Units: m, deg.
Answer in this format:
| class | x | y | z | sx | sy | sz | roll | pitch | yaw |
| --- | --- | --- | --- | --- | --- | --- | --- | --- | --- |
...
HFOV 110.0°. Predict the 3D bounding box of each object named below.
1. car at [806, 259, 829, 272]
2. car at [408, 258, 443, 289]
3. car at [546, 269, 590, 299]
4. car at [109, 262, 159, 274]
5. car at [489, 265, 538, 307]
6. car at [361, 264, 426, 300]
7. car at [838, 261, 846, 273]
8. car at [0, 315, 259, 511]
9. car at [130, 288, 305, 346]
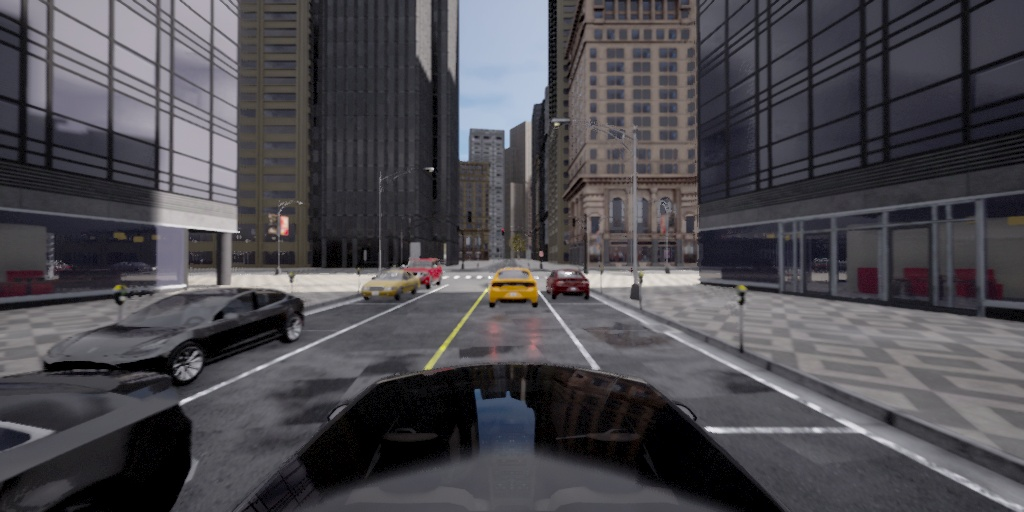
| class | x | y | z | sx | sy | sz | roll | pitch | yaw |
| --- | --- | --- | --- | --- | --- | --- | --- | --- | --- |
| car | 39.359 | 1.283 | 43.850 | 4.718 | 1.301 | 1.895 | 0 | -1 | 0 |
| car | -5.847 | 1.083 | 23.371 | 2.192 | 1.841 | 5.009 | 0 | 0 | 0 |
| car | 2.676 | 1.304 | 17.906 | 1.888 | 1.381 | 4.507 | 0 | 0 | 0 |
| car | -46.092 | 1.451 | 43.792 | 4.902 | 1.511 | 2.128 | 0 | -1 | 1 |
| car | 0.074 | 1.234 | 15.444 | 1.882 | 1.535 | 5.008 | 0 | 0 | 1 |
| car | -5.850 | 1.285 | 17.742 | 1.751 | 1.417 | 4.829 | 0 | 0 | 0 |
| car | 39.548 | 1.145 | 40.598 | 4.902 | 1.511 | 2.128 | 0 | -1 | 0 |
| car | -3.093 | 1.243 | 0.370 | 2.128 | 1.511 | 4.902 | 0 | 0 | 1 |
| car | -5.854 | 1.316 | 6.994 | 1.948 | 1.339 | 4.313 | 0 | 0 | 0 |
